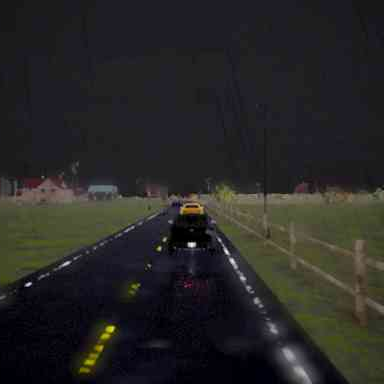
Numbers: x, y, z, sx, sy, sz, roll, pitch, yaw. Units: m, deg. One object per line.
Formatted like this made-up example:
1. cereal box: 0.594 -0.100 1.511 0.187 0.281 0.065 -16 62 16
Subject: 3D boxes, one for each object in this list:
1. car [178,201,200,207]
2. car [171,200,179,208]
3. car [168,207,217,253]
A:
1. car: 0.000 1.762 29.492 1.882 1.535 5.008 0 0 0
2. car: -2.761 2.200 60.656 1.895 1.301 4.718 0 -1 0
3. car: 0.002 1.645 14.324 1.837 1.490 4.892 0 0 0
